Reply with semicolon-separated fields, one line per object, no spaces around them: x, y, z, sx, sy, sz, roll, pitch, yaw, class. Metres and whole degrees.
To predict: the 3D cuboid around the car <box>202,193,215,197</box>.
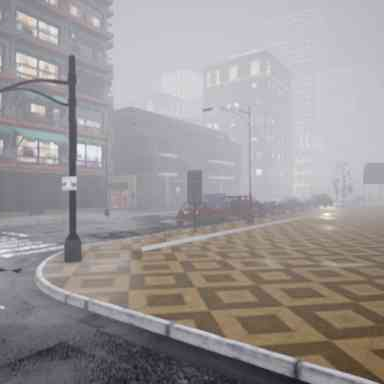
1.408;1.127;31.967;2.150;2.045;5.566;-1;0;36;car

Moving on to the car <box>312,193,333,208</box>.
17.315;1.130;44.487;2.192;1.841;5.009;-1;0;36;car

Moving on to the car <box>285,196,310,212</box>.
10.699;1.383;35.468;1.887;1.381;4.507;-1;0;36;car

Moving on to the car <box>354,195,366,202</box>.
33.861;1.298;67.033;1.887;1.381;4.507;-1;0;36;car

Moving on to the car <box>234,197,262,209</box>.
7.554;1.425;44.502;1.752;1.417;4.829;-1;0;36;car

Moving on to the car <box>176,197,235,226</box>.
0.771;1.313;21.941;1.967;1.590;4.097;-1;0;36;car

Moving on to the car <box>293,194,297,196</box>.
14.315;1.374;49.390;1.837;1.490;4.892;-1;-1;36;car

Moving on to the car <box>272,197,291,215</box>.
7.390;1.432;30.959;1.802;1.307;4.206;-1;0;36;car

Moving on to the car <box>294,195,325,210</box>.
14.008;1.377;39.978;2.008;1.369;4.403;-1;0;36;car

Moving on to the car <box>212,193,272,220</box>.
4.079;1.177;26.451;2.192;1.841;5.009;-1;0;36;car

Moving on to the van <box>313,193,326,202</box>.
27.507;1.167;71.695;1.690;1.788;3.998;-1;0;36;van
